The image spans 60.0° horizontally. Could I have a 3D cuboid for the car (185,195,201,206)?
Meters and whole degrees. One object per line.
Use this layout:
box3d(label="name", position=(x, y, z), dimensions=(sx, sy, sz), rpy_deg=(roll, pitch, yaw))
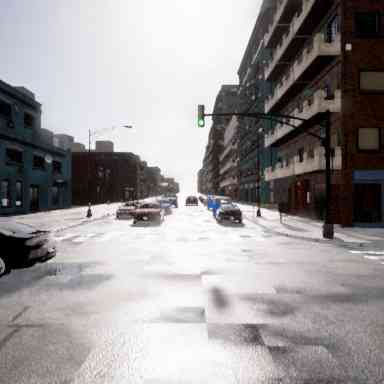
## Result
box3d(label="car", position=(-0.020, 1.328, 54.500), dimensions=(2.097, 1.767, 4.553), rpy_deg=(0, 0, 0))

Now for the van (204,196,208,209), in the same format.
box3d(label="van", position=(2.690, 1.328, 41.372), dimensions=(1.690, 1.788, 3.998), rpy_deg=(1, 0, 0))

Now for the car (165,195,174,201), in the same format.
box3d(label="car", position=(-5.709, 1.499, 85.974), dimensions=(1.947, 1.339, 4.313), rpy_deg=(1, 0, 0))

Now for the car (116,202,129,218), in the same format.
box3d(label="car", position=(-5.691, 1.575, 30.171), dimensions=(1.802, 1.307, 4.206), rpy_deg=(1, 0, 0))

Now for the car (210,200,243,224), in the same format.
box3d(label="car", position=(2.692, 1.546, 24.630), dimensions=(2.008, 1.369, 4.403), rpy_deg=(1, 0, 0))

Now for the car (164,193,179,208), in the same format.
box3d(label="car", position=(-3.097, 1.206, 47.216), dimensions=(2.150, 2.045, 5.566), rpy_deg=(0, 0, 0))

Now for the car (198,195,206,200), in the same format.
box3d(label="car", position=(2.670, 1.474, 91.599), dimensions=(2.008, 1.369, 4.403), rpy_deg=(1, 0, 0))

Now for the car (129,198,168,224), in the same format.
box3d(label="car", position=(-3.098, 1.473, 24.682), dimensions=(1.882, 1.535, 5.008), rpy_deg=(0, 0, 0))

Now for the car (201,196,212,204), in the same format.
box3d(label="car", position=(2.679, 1.532, 63.695), dimensions=(1.947, 1.339, 4.313), rpy_deg=(1, 0, 0))

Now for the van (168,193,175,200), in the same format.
box3d(label="van", position=(-5.706, 1.265, 91.554), dimensions=(1.690, 1.788, 3.998), rpy_deg=(1, 0, 0))

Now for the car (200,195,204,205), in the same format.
box3d(label="car", position=(2.683, 1.503, 52.703), dimensions=(1.752, 1.417, 4.829), rpy_deg=(1, 0, 0))

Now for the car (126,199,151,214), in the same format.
box3d(label="car", position=(-5.692, 1.535, 35.752), dimensions=(1.887, 1.381, 4.507), rpy_deg=(1, 0, 0))

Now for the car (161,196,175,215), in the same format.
box3d(label="car", position=(-3.099, 1.468, 34.595), dimensions=(1.882, 1.535, 5.008), rpy_deg=(0, 0, 0))

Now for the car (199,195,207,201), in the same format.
box3d(label="car", position=(2.674, 1.486, 80.438), dimensions=(1.887, 1.381, 4.507), rpy_deg=(1, 0, 0))

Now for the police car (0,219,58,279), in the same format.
box3d(label="police car", position=(-6.557, 1.430, 9.414), dimensions=(5.238, 1.638, 1.930), rpy_deg=(0, 0, 1))

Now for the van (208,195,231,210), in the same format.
box3d(label="van", position=(2.693, 1.334, 30.209), dimensions=(1.690, 1.788, 3.998), rpy_deg=(1, 0, 0))

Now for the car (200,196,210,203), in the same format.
box3d(label="car", position=(2.677, 1.524, 69.276), dimensions=(1.947, 1.339, 4.313), rpy_deg=(1, 0, 0))
